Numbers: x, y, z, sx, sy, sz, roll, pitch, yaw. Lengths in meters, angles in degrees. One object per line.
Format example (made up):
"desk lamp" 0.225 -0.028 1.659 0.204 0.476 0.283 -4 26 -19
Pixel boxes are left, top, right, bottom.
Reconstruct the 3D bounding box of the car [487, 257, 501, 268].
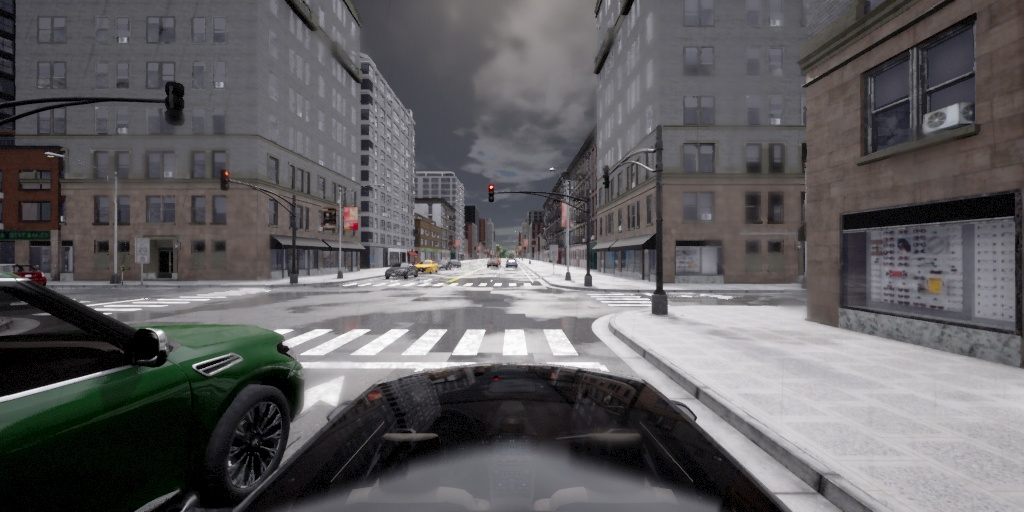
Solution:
"car" -3.303 1.349 61.876 1.895 1.301 4.718 0 0 0

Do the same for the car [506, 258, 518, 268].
"car" -0.053 1.312 61.849 1.994 1.385 4.181 0 0 0

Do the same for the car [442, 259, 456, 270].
"car" -9.885 1.242 51.437 2.128 1.511 4.902 0 0 0

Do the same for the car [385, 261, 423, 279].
"car" -9.872 1.279 32.428 1.812 1.442 4.674 0 0 2

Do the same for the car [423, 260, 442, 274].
"car" -9.879 1.230 41.625 1.882 1.535 5.008 0 0 0

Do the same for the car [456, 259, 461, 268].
"car" -9.853 1.273 61.455 1.812 1.442 4.674 0 0 0

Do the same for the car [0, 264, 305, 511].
"car" -3.148 0.971 1.216 2.150 2.045 5.566 0 0 0
